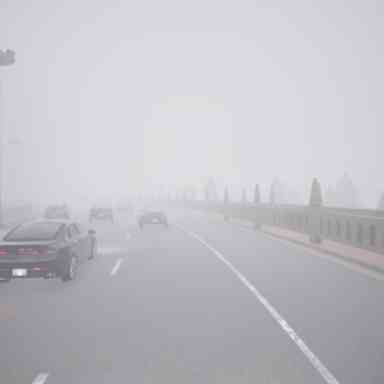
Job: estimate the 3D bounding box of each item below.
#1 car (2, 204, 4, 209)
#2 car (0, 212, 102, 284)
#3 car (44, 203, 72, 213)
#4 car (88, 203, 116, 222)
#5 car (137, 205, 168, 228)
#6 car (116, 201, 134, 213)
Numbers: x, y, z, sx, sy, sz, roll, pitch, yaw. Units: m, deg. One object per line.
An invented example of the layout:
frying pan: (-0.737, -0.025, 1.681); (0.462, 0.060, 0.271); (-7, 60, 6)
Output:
car: (-22.852, 1.845, 38.435); (2.033, 1.411, 5.357); (0, 0, -25)
car: (-4.124, 1.574, 9.907); (1.837, 1.490, 4.892); (0, 0, -6)
car: (-11.432, 1.686, 28.422); (2.128, 1.511, 4.902); (0, 0, -17)
car: (-7.659, 1.652, 28.066); (1.882, 1.535, 5.008); (0, 0, -16)
car: (-2.829, 1.654, 23.340); (1.812, 1.442, 4.674); (0, 0, -12)
car: (-8.333, 1.802, 40.407); (1.994, 1.385, 4.181); (0, 0, -22)
